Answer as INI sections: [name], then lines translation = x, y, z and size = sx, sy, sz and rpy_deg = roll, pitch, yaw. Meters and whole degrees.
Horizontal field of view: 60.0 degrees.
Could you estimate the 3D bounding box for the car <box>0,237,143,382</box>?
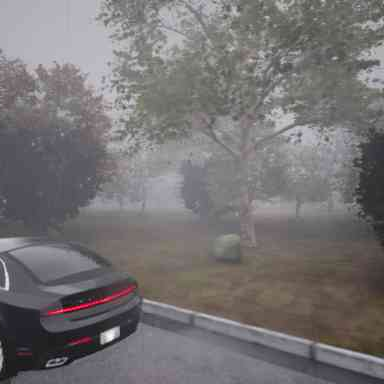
[car]
translation = -2.977, 1.516, 5.501
size = 4.892, 1.490, 1.837
rpy_deg = 0, 0, 35
